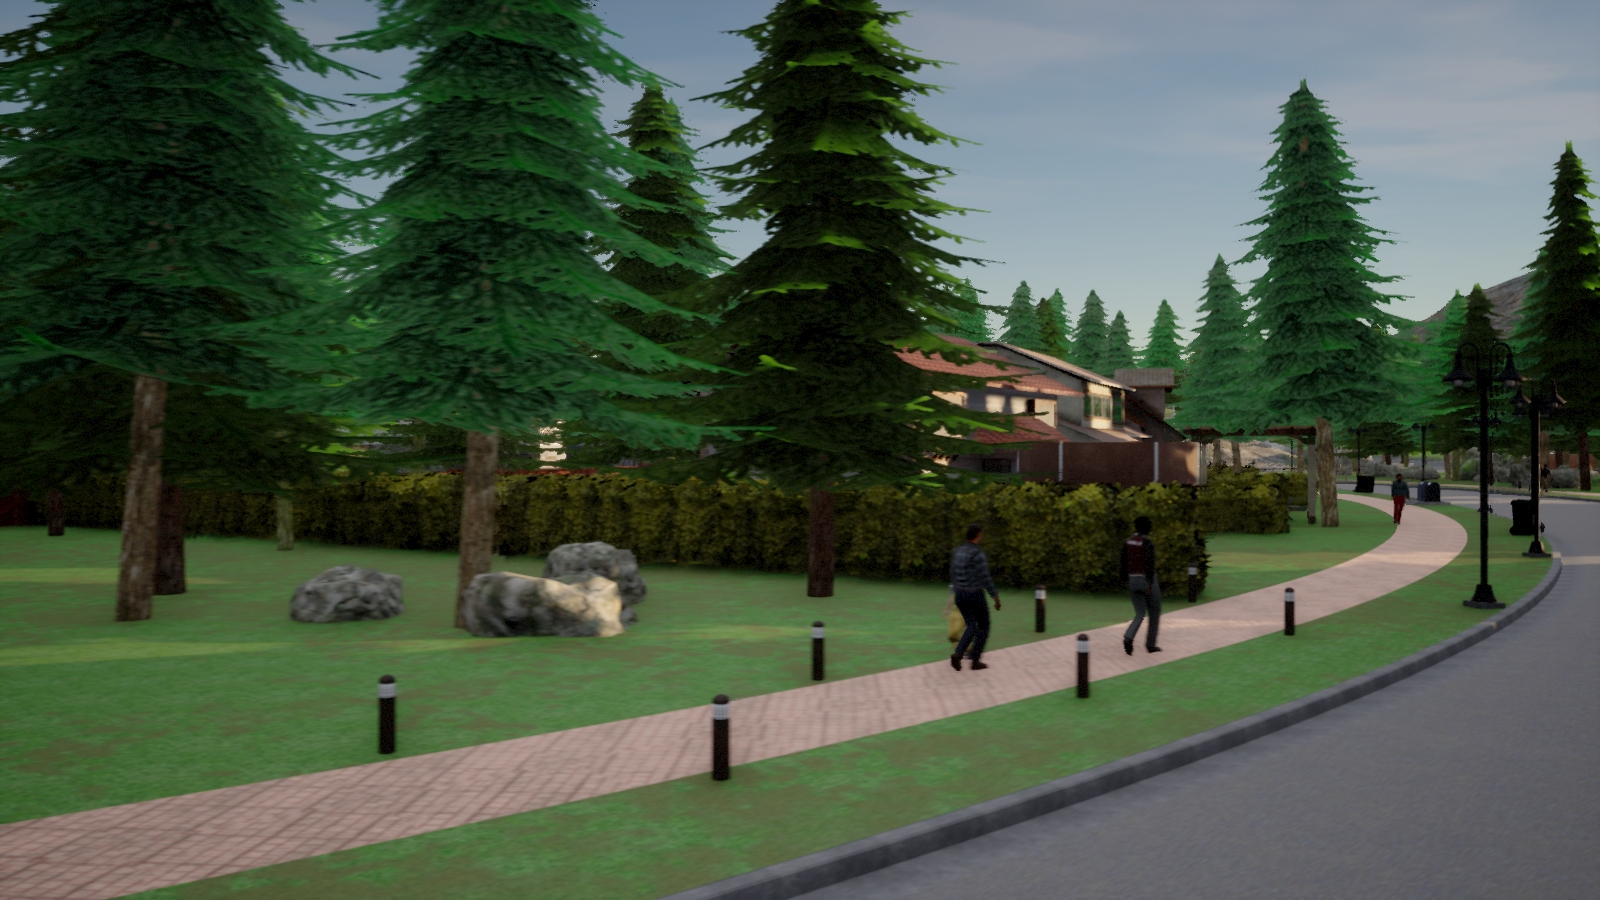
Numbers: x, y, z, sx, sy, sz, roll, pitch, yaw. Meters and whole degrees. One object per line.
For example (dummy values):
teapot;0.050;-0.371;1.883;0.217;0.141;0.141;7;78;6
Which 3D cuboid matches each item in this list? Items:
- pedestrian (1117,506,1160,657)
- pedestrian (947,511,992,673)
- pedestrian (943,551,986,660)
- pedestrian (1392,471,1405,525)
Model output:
pedestrian;4.326;1.664;14.600;0.375;1.860;0.375;0;0;-39
pedestrian;2.008;1.664;13.537;0.375;1.860;0.375;0;0;-38
pedestrian;2.065;1.944;14.355;0.375;1.300;0.375;0;0;-36
pedestrian;20.838;1.665;39.769;0.375;1.860;0.375;0;0;30
